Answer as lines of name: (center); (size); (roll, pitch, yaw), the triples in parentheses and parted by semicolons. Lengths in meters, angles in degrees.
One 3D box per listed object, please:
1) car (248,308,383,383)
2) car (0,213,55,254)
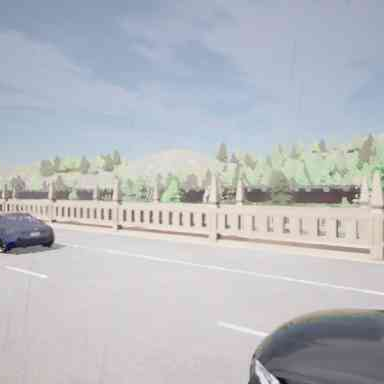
car: (2.709, 1.491, 2.002); (4.902, 1.511, 2.128); (0, 0, 36)
car: (-7.497, 1.546, 13.612); (4.181, 1.385, 1.994); (0, 0, 35)
